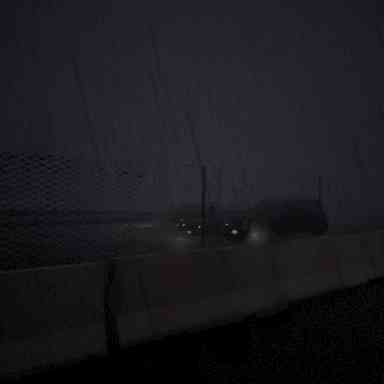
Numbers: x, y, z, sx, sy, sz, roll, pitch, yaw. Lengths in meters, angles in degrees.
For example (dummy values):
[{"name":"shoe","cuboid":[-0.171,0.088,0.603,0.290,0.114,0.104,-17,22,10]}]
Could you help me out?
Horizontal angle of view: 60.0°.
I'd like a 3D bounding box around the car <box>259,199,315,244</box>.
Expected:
[{"name":"car","cuboid":[4.037,1.332,15.465,5.566,2.045,2.150,1,0,-35]}]
